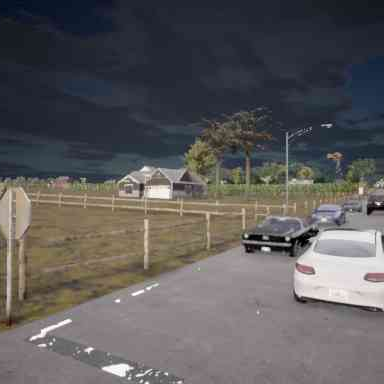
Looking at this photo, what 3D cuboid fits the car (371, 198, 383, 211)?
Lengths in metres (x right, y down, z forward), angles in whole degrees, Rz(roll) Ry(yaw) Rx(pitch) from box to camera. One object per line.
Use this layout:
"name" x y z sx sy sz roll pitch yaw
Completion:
"car" 24.384 1.594 42.903 2.033 1.411 5.357 0 0 30

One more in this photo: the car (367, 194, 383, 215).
"car" 19.200 1.265 33.991 2.150 2.045 5.566 0 0 32

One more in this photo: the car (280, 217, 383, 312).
"car" 3.598 1.534 7.522 1.812 1.442 4.674 0 0 30

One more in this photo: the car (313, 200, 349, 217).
"car" 9.738 1.568 23.586 1.812 1.442 4.674 0 0 30

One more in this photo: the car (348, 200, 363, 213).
"car" 18.889 1.607 38.986 2.033 1.411 5.357 0 0 31

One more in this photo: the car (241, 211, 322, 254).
"car" 3.614 1.629 13.166 1.895 1.301 4.718 0 0 30
